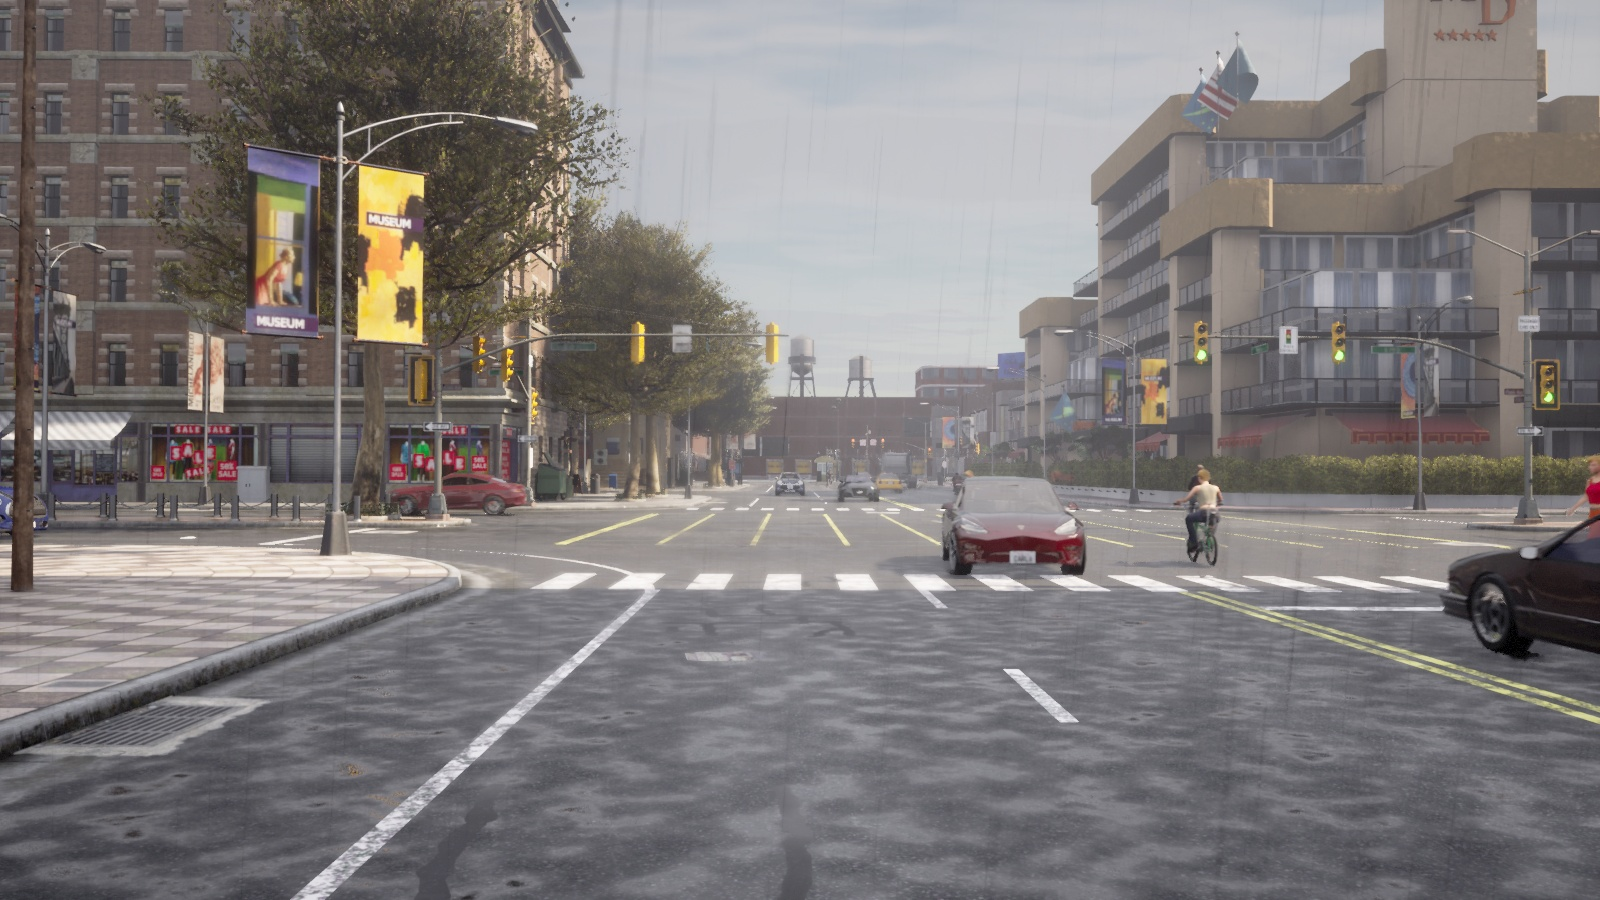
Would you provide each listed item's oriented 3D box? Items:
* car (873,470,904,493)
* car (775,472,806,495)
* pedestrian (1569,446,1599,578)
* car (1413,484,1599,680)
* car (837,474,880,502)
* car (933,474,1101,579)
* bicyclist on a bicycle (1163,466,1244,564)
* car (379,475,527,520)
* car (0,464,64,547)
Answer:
[{"bbox_3d":[6.304,2.239,90.162,1.801,1.575,5.366,0,-1,0],"label":"car"},{"bbox_3d":[-0.622,2.132,80.598,1.970,1.475,3.806,0,-1,0],"label":"car"},{"bbox_3d":[11.225,0.867,17.654,0.594,1.836,0.345,0,-1,0],"label":"pedestrian"},{"bbox_3d":[6.933,0.992,9.388,2.033,1.411,5.357,0,-1,0],"label":"car"},{"bbox_3d":[2.995,1.956,65.030,1.994,1.385,4.181,0,-1,-1],"label":"car"},{"bbox_3d":[3.365,1.143,20.395,2.163,1.488,4.792,0,-1,4],"label":"car"},{"bbox_3d":[6.839,1.082,21.380,0.866,1.612,1.509,0,-1,-1],"label":"bicyclist on a bicycle"},{"bbox_3d":[-11.782,1.606,42.867,4.674,1.442,1.812,0,-1,-9],"label":"car"},{"bbox_3d":[-19.190,1.215,27.790,4.553,1.767,2.097,0,-1,1],"label":"car"}]
